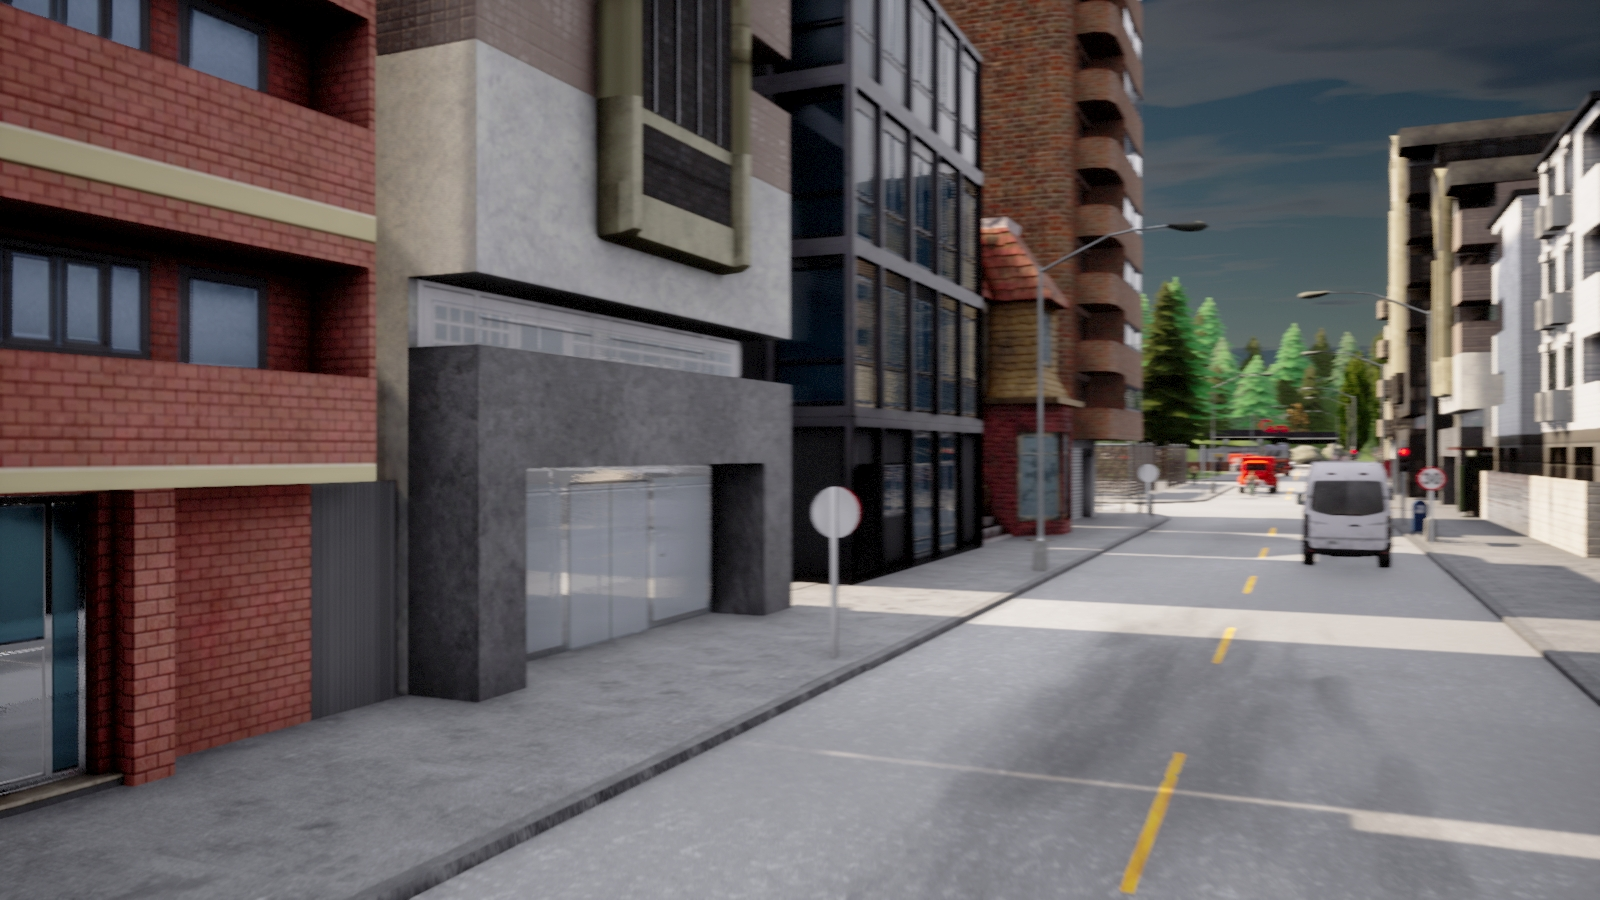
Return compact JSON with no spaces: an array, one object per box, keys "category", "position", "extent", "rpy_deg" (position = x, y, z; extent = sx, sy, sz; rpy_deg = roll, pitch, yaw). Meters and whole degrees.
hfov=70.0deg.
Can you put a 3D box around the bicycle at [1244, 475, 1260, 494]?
[{"category":"bicycle","position":[27.856,2.136,70.429],"extent":[0.859,1.080,1.487],"rpy_deg":[0,1,24]}]

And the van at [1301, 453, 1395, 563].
[{"category":"van","position":[14.093,1.354,29.618],"extent":[1.988,2.561,5.915],"rpy_deg":[0,0,24]}]
